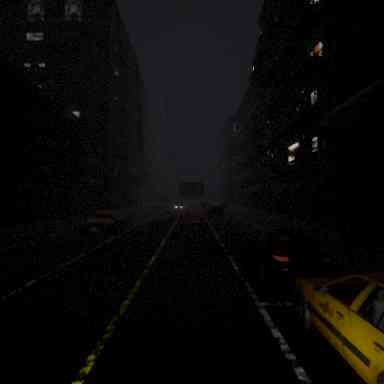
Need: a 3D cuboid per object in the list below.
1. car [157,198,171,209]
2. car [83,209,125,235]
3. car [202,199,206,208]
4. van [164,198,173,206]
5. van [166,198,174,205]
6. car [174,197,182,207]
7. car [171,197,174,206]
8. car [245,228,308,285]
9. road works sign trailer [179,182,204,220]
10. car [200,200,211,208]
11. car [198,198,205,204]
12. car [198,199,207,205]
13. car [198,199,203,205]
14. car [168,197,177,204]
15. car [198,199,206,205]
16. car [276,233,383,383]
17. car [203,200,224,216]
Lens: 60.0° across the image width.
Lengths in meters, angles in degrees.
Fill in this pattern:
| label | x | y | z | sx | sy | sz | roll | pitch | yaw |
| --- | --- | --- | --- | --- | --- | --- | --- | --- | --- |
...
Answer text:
| label | x | y | z | sx | sy | sz | roll | pitch | yaw |
| --- | --- | --- | --- | --- | --- | --- | --- | --- | --- |
| car | -5.302 | 2.186 | 59.128 | 1.752 | 1.417 | 4.829 | 2 | -1 | 0 |
| car | -5.296 | 1.733 | 20.423 | 1.752 | 1.417 | 4.829 | 2 | -1 | 0 |
| car | 2.580 | 1.984 | 42.817 | 1.752 | 1.417 | 4.829 | 1 | -1 | 0 |
| van | -5.300 | 2.219 | 75.889 | 1.690 | 1.788 | 3.998 | 2 | -1 | 0 |
| van | -5.301 | 2.295 | 81.421 | 1.690 | 1.788 | 3.998 | 1 | -1 | 0 |
| car | -2.759 | 2.350 | 71.069 | 2.033 | 1.411 | 5.357 | 0 | -1 | 0 |
| car | -5.297 | 2.048 | 64.832 | 2.192 | 1.841 | 5.009 | 2 | -1 | 0 |
| car | 2.584 | 1.676 | 9.467 | 1.802 | 1.307 | 4.206 | 1 | -1 | 0 |
| road works sign trailer | -0.007 | 0.795 | 31.794 | 2.380 | 3.560 | 2.880 | 0 | -1 | 0 |
| car | 2.576 | 2.283 | 64.767 | 2.008 | 1.369 | 4.403 | 1 | -1 | 0 |
| car | 2.583 | 2.550 | 92.420 | 1.967 | 1.590 | 4.097 | 1 | -1 | 0 |
| car | 2.574 | 2.498 | 81.358 | 1.887 | 1.381 | 4.507 | 1 | -1 | 0 |
| car | 2.577 | 2.207 | 59.236 | 1.887 | 1.381 | 4.507 | 1 | -1 | 0 |
| car | -5.302 | 2.426 | 92.481 | 2.192 | 1.841 | 5.009 | 1 | -1 | 0 |
| car | 2.573 | 2.575 | 86.887 | 1.887 | 1.381 | 4.507 | 1 | -1 | 0 |
| car | 2.586 | 1.566 | 4.108 | 1.752 | 1.417 | 4.829 | 2 | -1 | 0 |
| car | 2.581 | 1.937 | 37.115 | 1.887 | 1.381 | 4.507 | 1 | -1 | 0 |
